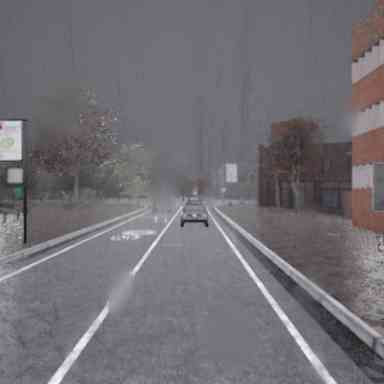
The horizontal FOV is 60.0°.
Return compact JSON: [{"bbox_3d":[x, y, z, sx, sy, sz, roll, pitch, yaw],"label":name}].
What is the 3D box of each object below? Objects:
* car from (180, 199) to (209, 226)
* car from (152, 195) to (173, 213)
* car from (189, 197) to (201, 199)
[{"bbox_3d":[0.165,1.476,22.795,2.033,1.411,5.357,0,0,0],"label":"car"},{"bbox_3d":[-3.105,1.388,35.603,2.128,1.511,4.902,0,0,0],"label":"car"},{"bbox_3d":[0.328,1.356,39.408,2.128,1.511,4.902,0,0,2],"label":"car"}]
